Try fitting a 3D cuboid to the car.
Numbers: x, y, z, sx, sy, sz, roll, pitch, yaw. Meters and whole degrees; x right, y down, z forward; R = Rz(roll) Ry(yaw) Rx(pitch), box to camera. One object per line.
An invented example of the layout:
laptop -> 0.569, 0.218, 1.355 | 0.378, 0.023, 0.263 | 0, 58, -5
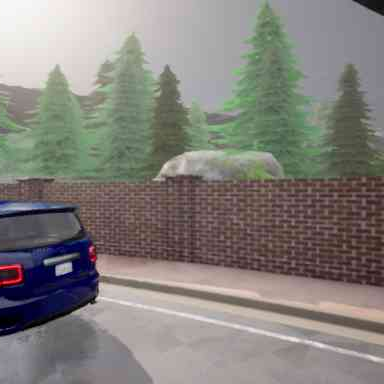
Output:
car -> -4.246, 1.183, 5.865 | 5.566, 2.045, 2.150 | 0, 0, 25
